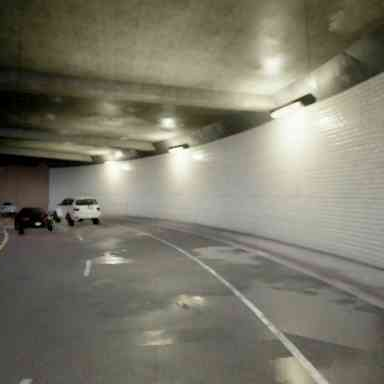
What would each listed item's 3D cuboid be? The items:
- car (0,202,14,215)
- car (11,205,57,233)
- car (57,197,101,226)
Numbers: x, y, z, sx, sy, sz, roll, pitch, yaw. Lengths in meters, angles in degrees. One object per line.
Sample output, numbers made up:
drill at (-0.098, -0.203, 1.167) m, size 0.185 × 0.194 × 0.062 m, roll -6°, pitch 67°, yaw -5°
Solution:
car at (-20.826, 1.806, 36.430) m, size 4.674 × 1.442 × 1.812 m, roll 0°, pitch 0°, yaw 35°
car at (-10.047, 1.683, 21.002) m, size 1.812 × 1.442 × 4.674 m, roll 0°, pitch -1°, yaw -32°
car at (-8.904, 1.402, 25.561) m, size 2.150 × 2.045 × 5.566 m, roll 0°, pitch -1°, yaw -37°
